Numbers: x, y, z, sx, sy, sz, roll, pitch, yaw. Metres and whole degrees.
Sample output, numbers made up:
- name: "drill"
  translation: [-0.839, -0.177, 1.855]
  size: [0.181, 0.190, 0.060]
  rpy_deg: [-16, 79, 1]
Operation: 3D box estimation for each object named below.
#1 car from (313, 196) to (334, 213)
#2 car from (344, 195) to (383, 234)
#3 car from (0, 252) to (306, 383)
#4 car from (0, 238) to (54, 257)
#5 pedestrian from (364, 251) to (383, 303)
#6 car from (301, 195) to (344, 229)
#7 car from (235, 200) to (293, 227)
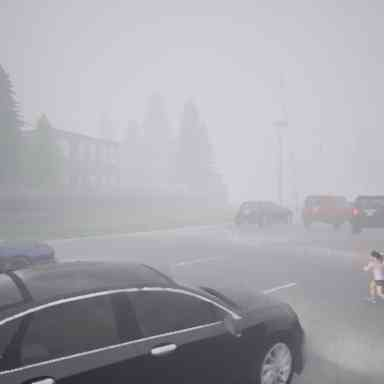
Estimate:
- name: "car"
  translation: [14.923, 1.352, 37.823]
  size: [2.097, 1.767, 4.553]
  rpy_deg: [0, 0, 22]
- name: "car"
  translation: [10.502, 1.215, 18.274]
  size: [2.150, 2.045, 5.566]
  rpy_deg: [0, -1, 42]
- name: "car"
  translation: [-0.802, 1.500, 3.390]
  size: [4.892, 1.490, 1.837]
  rpy_deg: [2, -1, -37]
- name: "car"
  translation: [-6.177, 1.547, 7.979]
  size: [5.357, 1.411, 2.033]
  rpy_deg: [0, 0, -36]
- name: "pedestrian"
  translation: [3.675, 1.674, 6.534]
  size: [0.500, 1.100, 0.500]
  rpy_deg: [0, 0, -40]
- name: "car"
  translation: [9.120, 1.216, 21.956]
  size: [2.150, 2.045, 5.566]
  rpy_deg: [0, -1, 40]
- name: "car"
  translation: [4.994, 1.354, 22.747]
  size: [4.553, 1.767, 2.097]
  rpy_deg: [0, 0, -45]
